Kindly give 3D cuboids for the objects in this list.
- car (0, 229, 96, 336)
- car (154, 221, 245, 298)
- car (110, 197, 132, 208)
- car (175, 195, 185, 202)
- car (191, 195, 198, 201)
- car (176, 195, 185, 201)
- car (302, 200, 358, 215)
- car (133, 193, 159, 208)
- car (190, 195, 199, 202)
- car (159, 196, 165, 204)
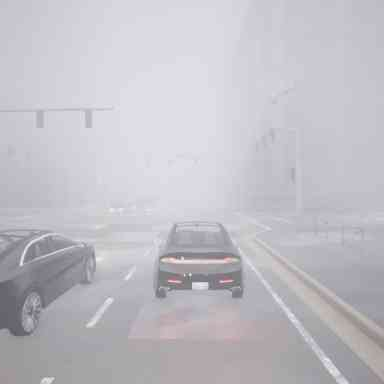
[{"bbox_3d":[-3.396,1.492,6.649,2.128,1.511,4.902,0,0,1],"label":"car"},{"bbox_3d":[0.139,1.492,8.467,2.128,1.511,4.902,0,0,0],"label":"car"},{"bbox_3d":[-10.249,1.564,47.117,1.994,1.385,4.181,0,0,0],"label":"car"},{"bbox_3d":[-2.937,1.497,75.743,1.837,1.490,4.892,0,0,0],"label":"car"},{"bbox_3d":[0.636,1.461,85.419,1.882,1.535,5.008,0,0,0],"label":"car"},{"bbox_3d":[-2.864,1.523,85.445,2.033,1.411,5.357,0,0,0],"label":"car"},{"bbox_3d":[13.456,1.492,32.929,5.357,1.411,2.033,0,0,0],"label":"car"},{"bbox_3d":[-6.721,1.221,49.435,2.150,2.045,5.566,0,0,2],"label":"car"},{"bbox_3d":[0.568,1.592,76.374,1.895,1.301,4.718,0,0,0],"label":"car"},{"bbox_3d":[-6.631,1.491,59.649,2.128,1.511,4.902,0,0,1],"label":"car"}]
